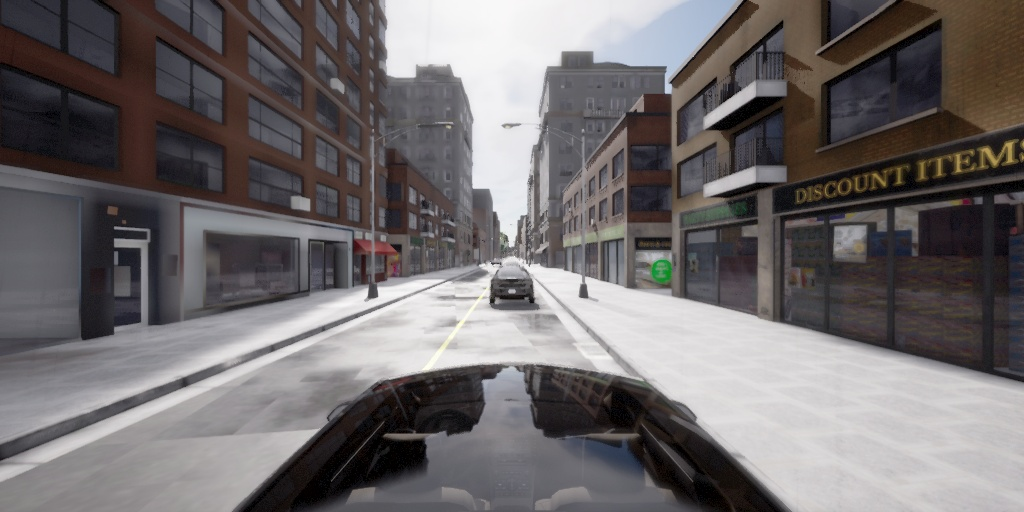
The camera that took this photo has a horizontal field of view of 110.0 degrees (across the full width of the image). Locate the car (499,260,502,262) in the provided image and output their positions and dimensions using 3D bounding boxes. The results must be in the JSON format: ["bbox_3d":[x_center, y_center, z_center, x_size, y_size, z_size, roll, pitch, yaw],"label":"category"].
[{"bbox_3d":[0.000,1.274,31.501,1.837,1.490,4.892,0,0,0],"label":"car"}]

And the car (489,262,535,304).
[{"bbox_3d":[0.000,1.235,16.501,1.882,1.535,5.008,0,0,0],"label":"car"}]
